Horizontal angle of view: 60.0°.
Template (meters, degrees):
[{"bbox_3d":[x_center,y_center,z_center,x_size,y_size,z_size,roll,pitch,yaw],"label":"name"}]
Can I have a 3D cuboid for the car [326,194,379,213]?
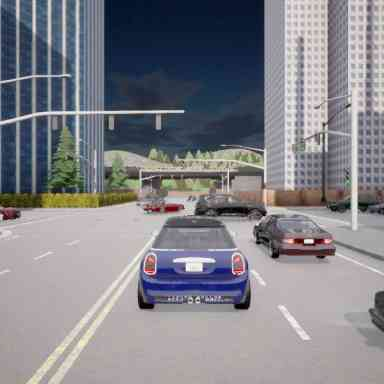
[{"bbox_3d":[17.820,1.221,36.622,5.566,2.045,2.150,0,0,0],"label":"car"}]

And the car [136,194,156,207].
[{"bbox_3d":[-7.127,1.490,49.781,2.128,1.511,4.902,0,0,0],"label":"car"}]

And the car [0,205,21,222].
[{"bbox_3d":[-15.820,1.477,25.540,5.008,1.535,1.882,0,0,-1],"label":"car"}]

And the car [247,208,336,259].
[{"bbox_3d":[3.602,1.547,12.641,2.033,1.411,5.357,0,0,1],"label":"car"}]

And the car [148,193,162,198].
[{"bbox_3d":[-7.110,1.220,59.648,2.150,2.045,5.566,0,0,0],"label":"car"}]

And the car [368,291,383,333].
[{"bbox_3d":[3.599,1.547,2.573,2.033,1.411,5.357,0,0,0],"label":"car"}]

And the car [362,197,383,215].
[{"bbox_3d":[19.999,1.525,33.089,4.674,1.442,1.812,0,0,0],"label":"car"}]

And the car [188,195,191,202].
[{"bbox_3d":[-0.050,1.500,77.701,1.812,1.442,4.674,0,0,0],"label":"car"}]

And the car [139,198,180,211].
[{"bbox_3d":[-2.881,1.600,35.007,1.895,1.301,4.718,0,0,38],"label":"car"}]

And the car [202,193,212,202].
[{"bbox_3d":[3.450,1.201,77.733,2.150,2.045,5.566,0,0,0],"label":"car"}]

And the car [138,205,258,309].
[{"bbox_3d":[0.054,1.352,8.012,2.097,1.767,4.553,0,0,0],"label":"car"}]

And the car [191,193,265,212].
[{"bbox_3d":[2.959,1.221,25.827,5.566,2.045,2.150,0,0,-1],"label":"car"}]
